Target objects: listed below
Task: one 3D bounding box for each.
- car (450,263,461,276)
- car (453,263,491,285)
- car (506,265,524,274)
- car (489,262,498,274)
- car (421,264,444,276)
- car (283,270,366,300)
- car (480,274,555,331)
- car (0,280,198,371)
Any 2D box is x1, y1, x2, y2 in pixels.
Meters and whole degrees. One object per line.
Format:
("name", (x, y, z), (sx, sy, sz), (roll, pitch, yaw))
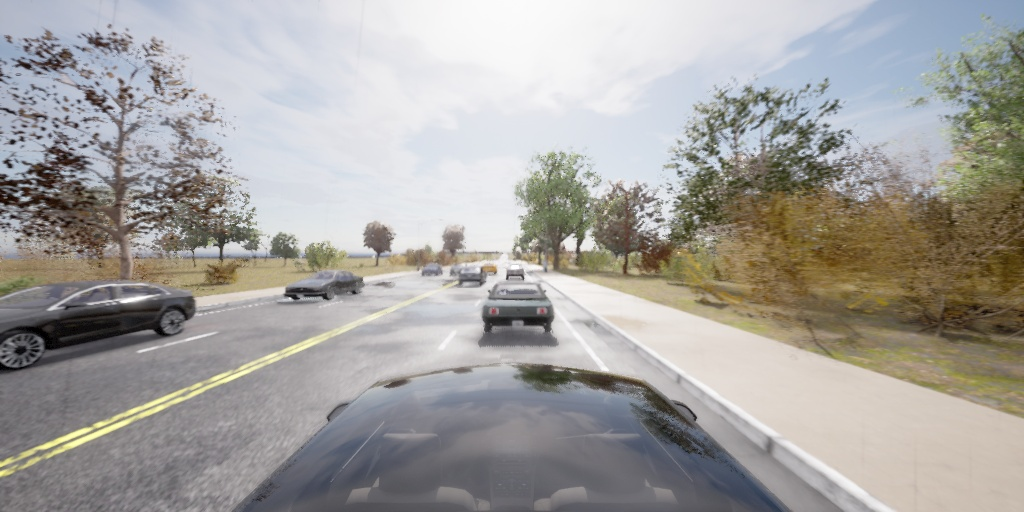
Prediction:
("car", (-6.243, 1.588, 43.139), (2.128, 1.511, 4.902), (0, -1, 0))
("car", (-3.064, 1.523, 28.601), (2.033, 1.411, 5.357), (0, 0, 1))
("car", (0.320, 1.569, 36.371), (2.033, 1.411, 5.357), (0, 0, 0))
("car", (-2.890, 1.586, 46.957), (1.882, 1.535, 5.008), (0, 0, 1))
("car", (-9.495, 1.632, 43.089), (1.812, 1.442, 4.674), (0, -1, 1))
("car", (-9.689, 1.474, 19.136), (2.033, 1.411, 5.357), (0, 0, 1))
("car", (0.166, 1.428, 11.212), (1.895, 1.301, 4.718), (0, 0, 0))
("car", (-9.774, 1.328, 8.004), (2.128, 1.511, 4.902), (0, 0, 1))
